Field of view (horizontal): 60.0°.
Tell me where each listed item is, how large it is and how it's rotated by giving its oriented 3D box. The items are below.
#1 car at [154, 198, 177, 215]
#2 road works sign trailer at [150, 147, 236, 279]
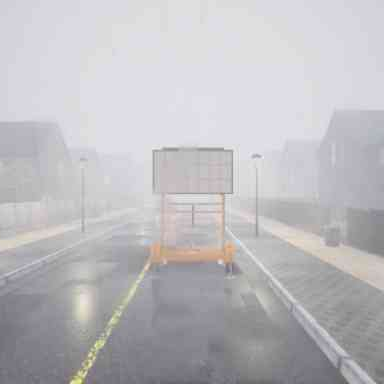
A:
[{"bbox_3d":[-2.669,1.409,34.636,2.097,1.767,4.553,0,0,0],"label":"car"},{"bbox_3d":[0.029,0.466,10.062,2.380,3.560,2.880,0,0,1],"label":"road works sign trailer"}]
